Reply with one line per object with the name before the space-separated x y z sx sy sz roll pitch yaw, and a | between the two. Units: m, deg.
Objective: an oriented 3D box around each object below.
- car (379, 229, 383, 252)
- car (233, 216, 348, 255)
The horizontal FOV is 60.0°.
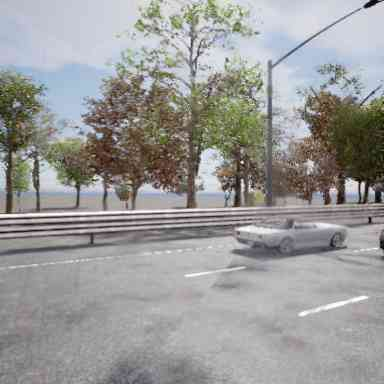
car | 8.627 1.545 11.917 4.674 1.442 1.812 0 0 -30
car | 4.064 1.613 13.310 4.718 1.301 1.895 0 0 -30
